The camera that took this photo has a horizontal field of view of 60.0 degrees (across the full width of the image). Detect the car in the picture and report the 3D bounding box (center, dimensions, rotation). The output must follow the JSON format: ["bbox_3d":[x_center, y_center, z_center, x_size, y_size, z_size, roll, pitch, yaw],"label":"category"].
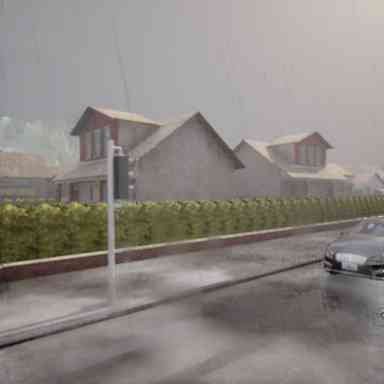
[{"bbox_3d":[5.633,1.506,9.552,4.902,1.511,2.128,0,-1,-40],"label":"car"}]
